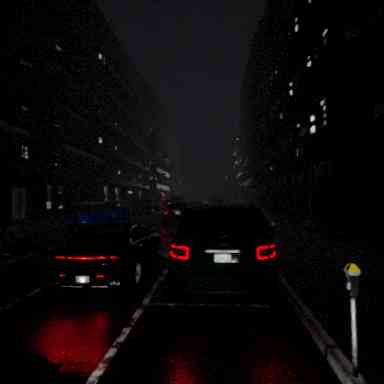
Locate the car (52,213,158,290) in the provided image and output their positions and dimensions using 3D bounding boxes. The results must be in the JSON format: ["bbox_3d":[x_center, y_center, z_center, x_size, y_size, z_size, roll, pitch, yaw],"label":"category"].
[{"bbox_3d":[-2.077,1.575,9.299,1.837,1.490,4.892,-1,0,4],"label":"car"}]

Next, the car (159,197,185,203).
[{"bbox_3d":[-0.846,1.497,25.177,2.097,1.767,4.553,-1,0,4],"label":"car"}]

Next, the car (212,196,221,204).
[{"bbox_3d":[5.964,1.809,81.167,2.192,1.841,5.009,0,0,4],"label":"car"}]

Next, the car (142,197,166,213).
[{"bbox_3d":[-4.851,1.624,43.230,2.192,1.841,5.009,1,0,4],"label":"car"}]

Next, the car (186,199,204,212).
[{"bbox_3d":[0.445,1.726,43.056,1.882,1.535,5.008,-1,0,4],"label":"car"}]

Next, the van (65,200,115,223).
[{"bbox_3d":[-6.564,1.527,21.174,1.690,1.788,3.998,1,0,4],"label":"van"}]

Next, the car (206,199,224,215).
[{"bbox_3d":[2.578,1.624,37.046,1.967,1.590,4.097,1,0,4],"label":"car"}]

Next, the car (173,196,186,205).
[{"bbox_3d":[-2.710,1.812,70.799,2.192,1.841,5.009,1,0,4],"label":"car"}]

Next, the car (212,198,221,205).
[{"bbox_3d":[5.105,1.987,70.136,1.802,1.307,4.206,1,0,4],"label":"car"}]

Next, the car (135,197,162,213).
[{"bbox_3d":[-5.279,1.591,37.717,2.192,1.841,5.009,1,0,4],"label":"car"}]

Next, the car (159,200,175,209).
[{"bbox_3d":[-3.998,1.944,54.259,1.947,1.339,4.313,1,0,4],"label":"car"}]

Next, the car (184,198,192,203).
[{"bbox_3d":[-1.000,2.265,92.856,1.802,1.307,4.206,1,0,4],"label":"car"}]

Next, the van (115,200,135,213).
[{"bbox_3d":[-6.136,1.556,26.690,1.690,1.788,3.998,1,0,4],"label":"van"}]

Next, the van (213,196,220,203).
[{"bbox_3d":[6.392,1.883,86.682,1.690,1.788,3.998,0,0,4],"label":"van"}]

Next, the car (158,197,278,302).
[{"bbox_3d":[0.746,1.263,8.501,2.150,2.045,5.566,-1,0,4],"label":"car"}]

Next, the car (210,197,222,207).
[{"bbox_3d":[4.250,1.764,59.108,1.967,1.590,4.097,1,0,4],"label":"car"}]

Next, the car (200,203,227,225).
[{"bbox_3d":[1.713,1.667,26.018,1.887,1.381,4.507,1,0,4],"label":"car"}]

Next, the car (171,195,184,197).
[{"bbox_3d":[-2.033,1.508,46.728,2.150,2.045,5.566,-1,-1,4],"label":"car"}]
